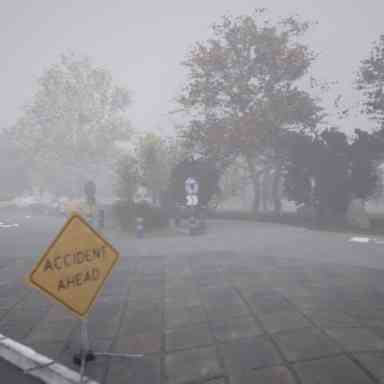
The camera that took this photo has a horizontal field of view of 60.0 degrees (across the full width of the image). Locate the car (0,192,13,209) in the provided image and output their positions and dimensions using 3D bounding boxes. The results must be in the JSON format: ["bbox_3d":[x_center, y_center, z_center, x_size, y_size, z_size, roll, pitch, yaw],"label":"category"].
[{"bbox_3d":[-18.837,1.154,37.278,1.946,1.575,5.366,1,1,36],"label":"car"}]

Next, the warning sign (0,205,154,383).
[{"bbox_3d":[-1.352,1.150,3.977,1.060,1.860,1.300,-4,1,35],"label":"warning sign"}]

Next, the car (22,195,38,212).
[{"bbox_3d":[-14.263,1.298,34.151,2.163,1.488,4.792,1,1,36],"label":"car"}]

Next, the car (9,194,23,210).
[{"bbox_3d":[-16.489,1.253,35.799,2.002,1.452,4.674,1,1,36],"label":"car"}]

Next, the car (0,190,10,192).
[{"bbox_3d":[-23.189,0.795,40.702,2.435,2.045,5.566,1,1,36],"label":"car"}]

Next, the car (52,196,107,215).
[{"bbox_3d":[-9.865,1.377,30.989,2.097,1.535,5.008,1,1,36],"label":"car"}]

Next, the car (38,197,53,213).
[{"bbox_3d":[-12.084,1.196,32.644,2.185,1.767,4.553,1,1,36],"label":"car"}]
